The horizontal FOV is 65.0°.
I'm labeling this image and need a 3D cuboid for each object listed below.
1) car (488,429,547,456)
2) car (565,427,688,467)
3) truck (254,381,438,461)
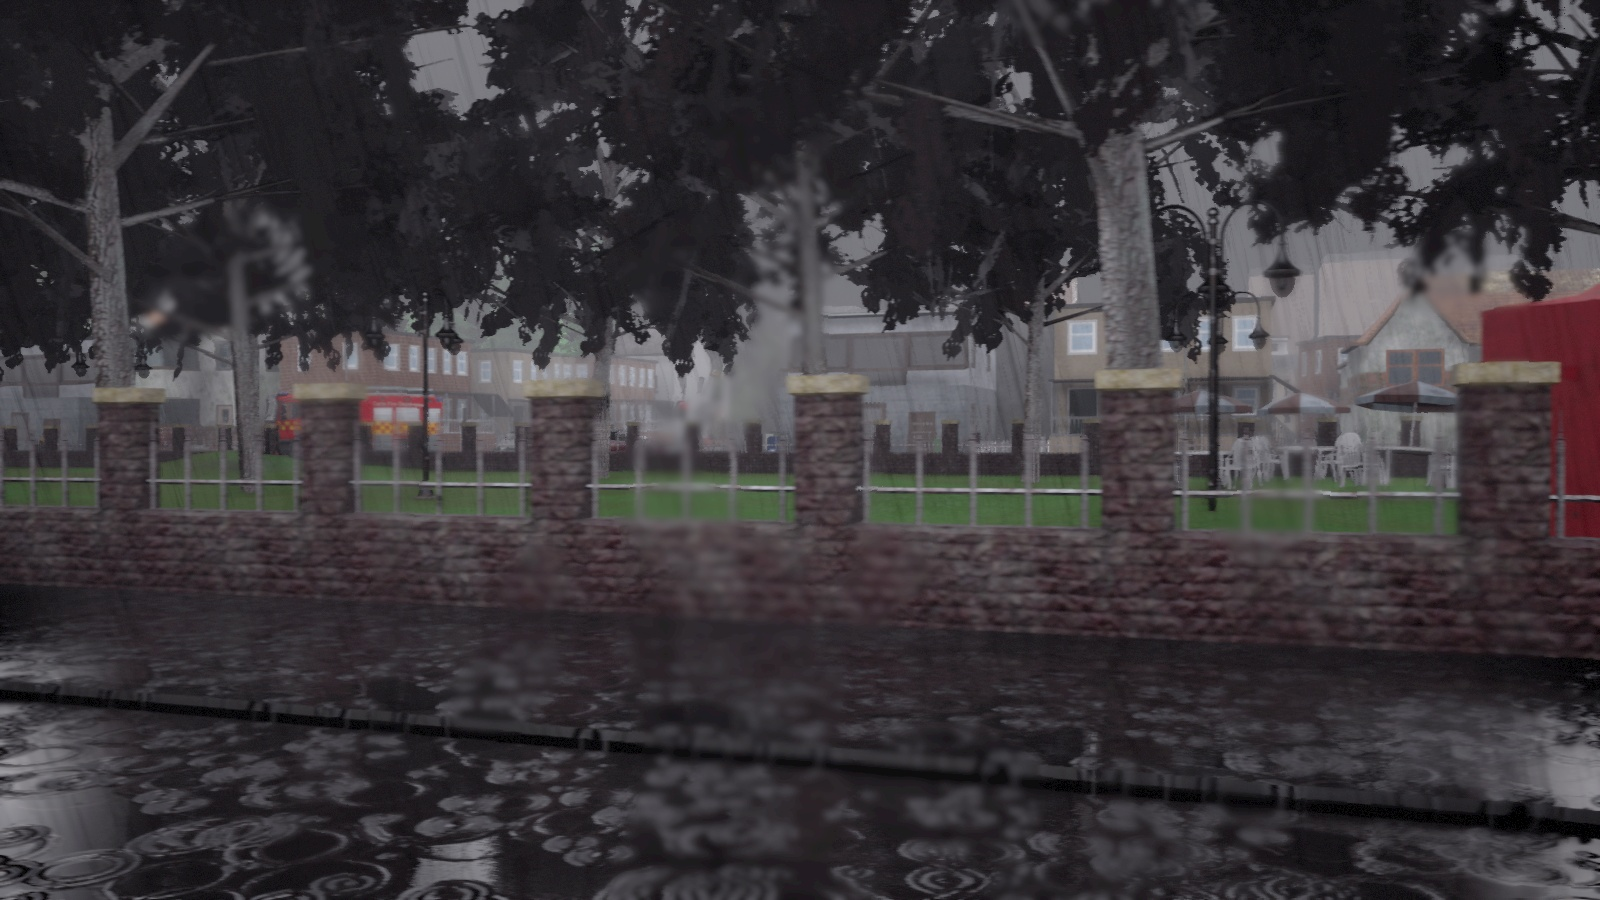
[{"bbox_3d":[-16.762,-0.454,74.660,1.789,1.549,3.705,1,1,19],"label":"car"},{"bbox_3d":[-7.459,-0.136,53.989,4.856,1.649,2.033,1,1,19],"label":"car"},{"bbox_3d":[-23.061,-1.449,63.922,8.468,3.827,2.891,0,1,-29],"label":"truck"}]
